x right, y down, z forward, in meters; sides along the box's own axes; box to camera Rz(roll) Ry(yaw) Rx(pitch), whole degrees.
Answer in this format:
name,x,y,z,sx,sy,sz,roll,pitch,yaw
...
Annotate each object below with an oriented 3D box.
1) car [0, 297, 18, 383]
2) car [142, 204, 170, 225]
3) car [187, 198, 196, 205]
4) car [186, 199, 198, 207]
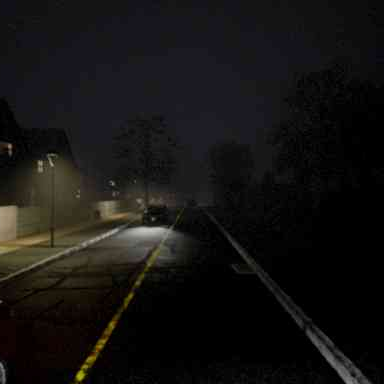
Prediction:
name,x,y,z,sx,sy,sz,roll,pitch,yaw
car,-2.848,1.544,1.948,1.812,1.442,4.674,0,-1,0
car,-2.804,1.736,26.661,2.128,1.511,4.902,0,-1,1
car,-0.038,2.122,73.451,1.994,1.385,4.181,0,-1,0
car,-0.032,2.085,63.022,1.837,1.490,4.892,0,-1,0
